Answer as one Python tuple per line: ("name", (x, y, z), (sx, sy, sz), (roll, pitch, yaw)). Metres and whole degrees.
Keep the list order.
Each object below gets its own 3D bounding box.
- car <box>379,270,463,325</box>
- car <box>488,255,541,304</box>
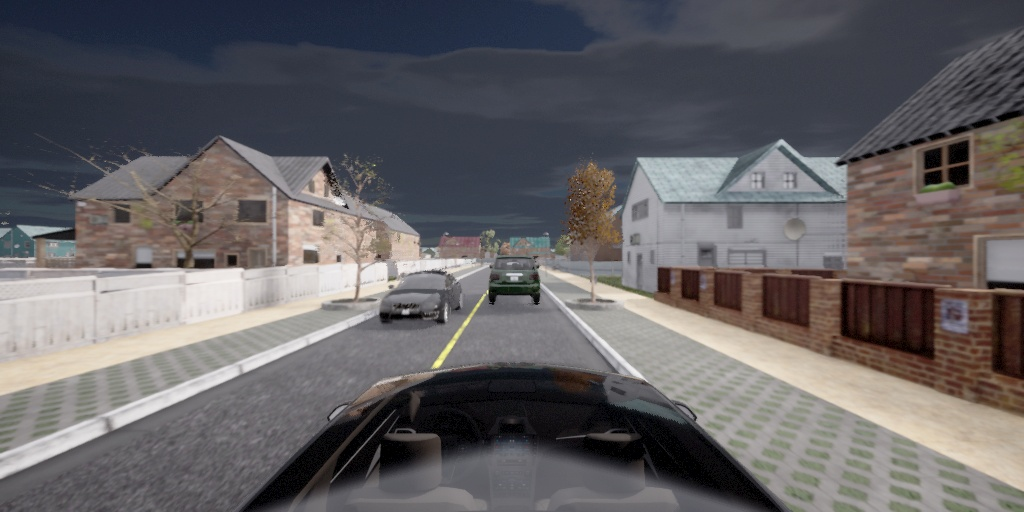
("car", (-2.794, 1.258, 11.912), (1.837, 1.490, 4.892), (0, 0, 1))
("car", (0.115, 0.976, 16.551), (2.150, 2.045, 5.566), (0, 0, 0))
